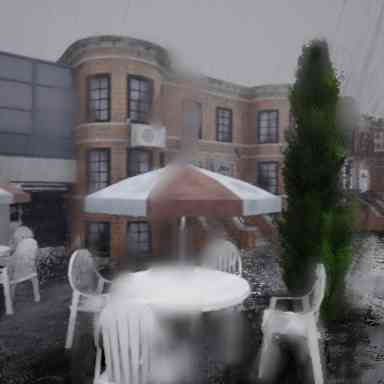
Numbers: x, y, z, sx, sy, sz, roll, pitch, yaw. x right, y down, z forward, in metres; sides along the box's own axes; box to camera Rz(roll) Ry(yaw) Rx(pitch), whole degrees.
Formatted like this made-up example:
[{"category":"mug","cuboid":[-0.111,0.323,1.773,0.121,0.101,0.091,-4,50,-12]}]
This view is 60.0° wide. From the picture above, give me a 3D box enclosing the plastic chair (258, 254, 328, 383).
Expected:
[{"category":"plastic chair","cuboid":[1.213,1.487,4.066,0.730,1.271,0.750,0,0,15]}]
